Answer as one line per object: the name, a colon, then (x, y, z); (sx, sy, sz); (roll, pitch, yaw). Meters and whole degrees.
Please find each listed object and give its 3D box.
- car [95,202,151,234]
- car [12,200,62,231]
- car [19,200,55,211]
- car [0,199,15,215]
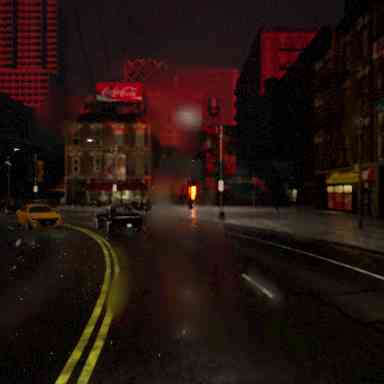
car: (-4.386, 1.534, 19.481); (2.128, 1.511, 4.902); (0, 0, -27)
car: (-9.881, 1.523, 21.377); (1.882, 1.535, 5.008); (1, 0, -37)
car: (-19.990, 1.686, 42.867); (4.718, 1.301, 1.895); (0, 0, 30)
car: (-16.833, 1.575, 33.119); (4.892, 1.490, 1.837); (0, -1, 36)
